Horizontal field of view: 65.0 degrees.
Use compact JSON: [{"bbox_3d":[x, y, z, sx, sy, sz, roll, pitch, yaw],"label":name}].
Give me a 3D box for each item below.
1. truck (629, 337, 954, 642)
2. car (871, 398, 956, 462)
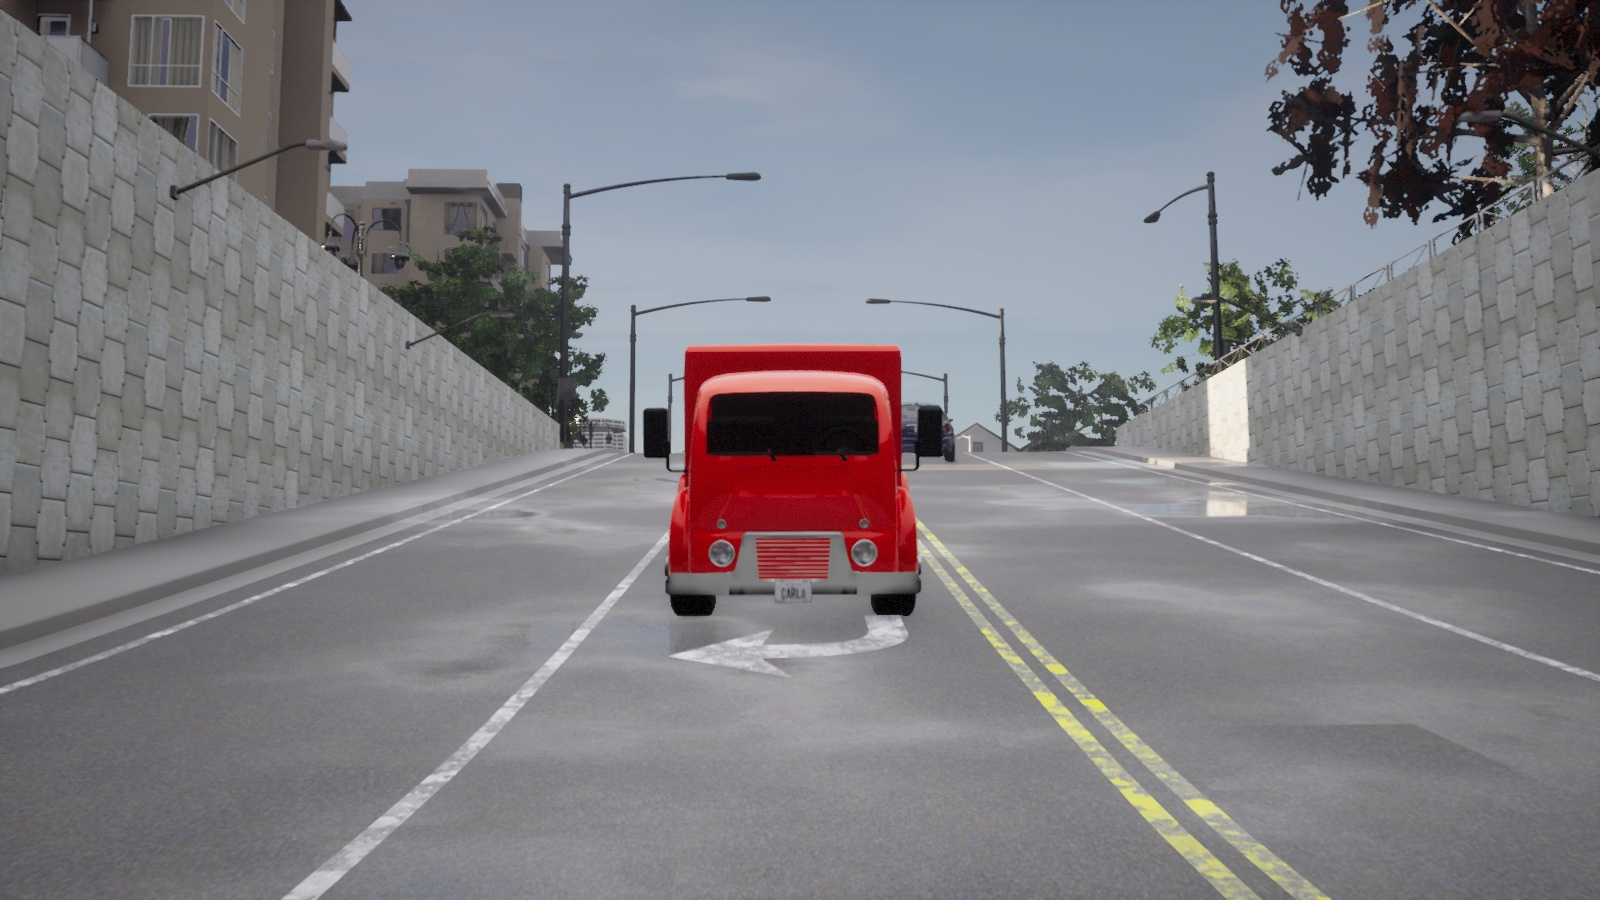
[{"bbox_3d":[-0.071,0.189,12.863,2.627,2.467,5.204,-1,3,0],"label":"truck"},{"bbox_3d":[3.323,-0.660,37.558,2.097,1.767,4.553,-1,3,0],"label":"car"}]
